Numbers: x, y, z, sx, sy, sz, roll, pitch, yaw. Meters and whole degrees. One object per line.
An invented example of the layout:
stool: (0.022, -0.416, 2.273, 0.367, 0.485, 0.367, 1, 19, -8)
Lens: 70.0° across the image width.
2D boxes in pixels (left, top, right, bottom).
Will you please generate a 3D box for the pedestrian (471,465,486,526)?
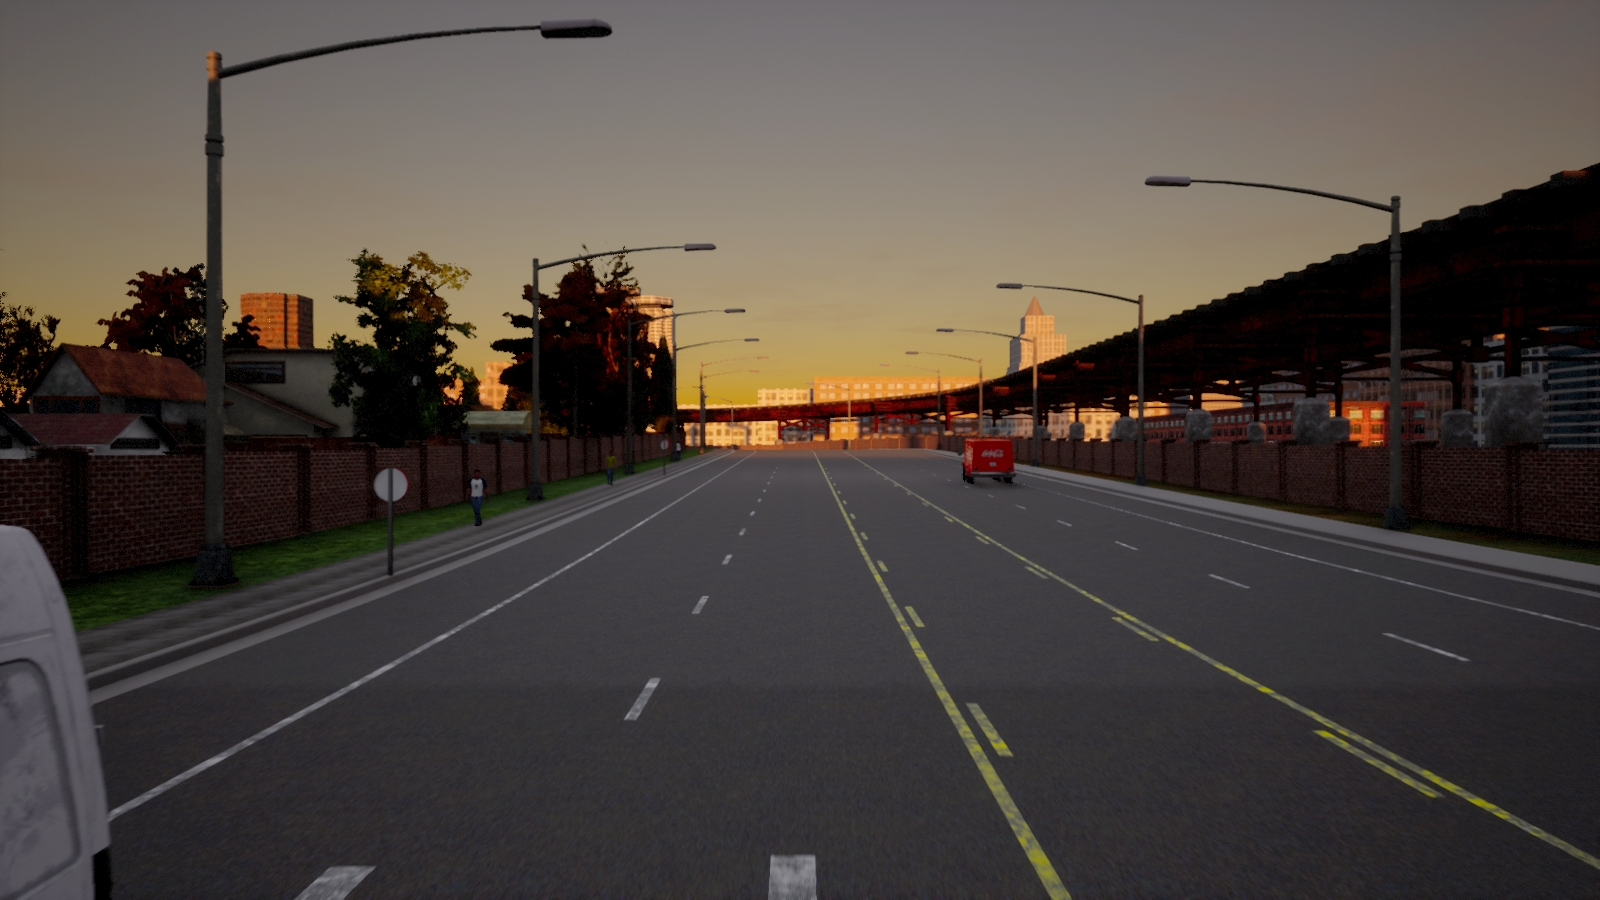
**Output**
pedestrian: (-9.825, 1.388, 34.941, 0.375, 1.860, 0.375, 0, 0, -2)

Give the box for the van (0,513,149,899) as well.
van: (-3.495, 1.533, 1.429, 1.988, 2.561, 5.915, 0, 0, 0)

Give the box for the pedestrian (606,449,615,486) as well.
pedestrian: (-9.619, 0.876, 57.974, 0.375, 1.860, 0.375, 0, 0, -1)

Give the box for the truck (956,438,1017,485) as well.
truck: (10.504, 0.601, 64.742, 2.627, 2.467, 5.204, 0, 1, 0)
